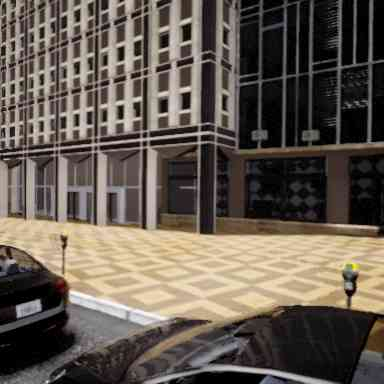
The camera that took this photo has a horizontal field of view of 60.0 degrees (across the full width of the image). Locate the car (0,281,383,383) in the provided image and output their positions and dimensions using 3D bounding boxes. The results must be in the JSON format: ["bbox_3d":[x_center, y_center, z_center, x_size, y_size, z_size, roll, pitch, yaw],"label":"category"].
[{"bbox_3d":[0.736,1.567,2.337,4.313,1.339,1.947,0,1,36],"label":"car"}]

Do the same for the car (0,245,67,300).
[{"bbox_3d":[-3.844,1.580,5.602,4.313,1.339,1.947,0,1,36],"label":"car"}]
